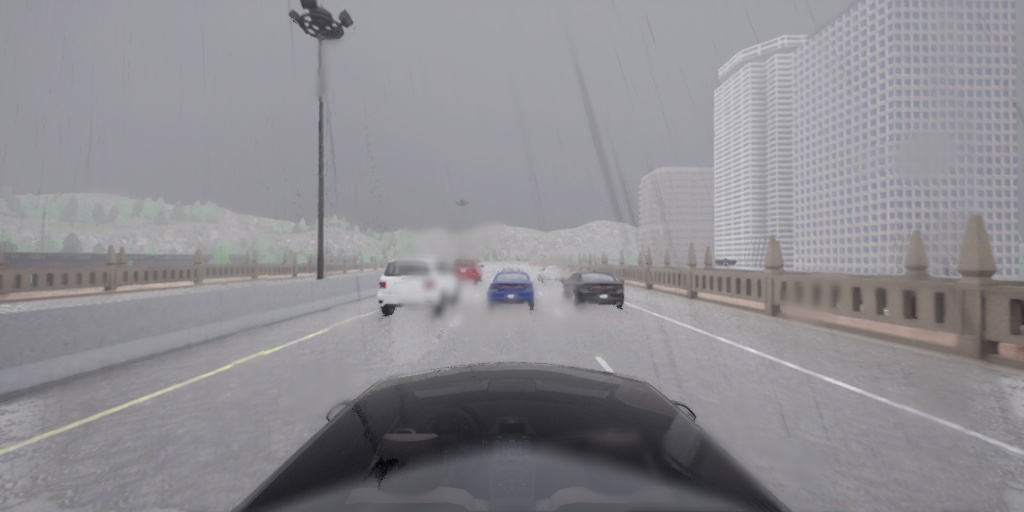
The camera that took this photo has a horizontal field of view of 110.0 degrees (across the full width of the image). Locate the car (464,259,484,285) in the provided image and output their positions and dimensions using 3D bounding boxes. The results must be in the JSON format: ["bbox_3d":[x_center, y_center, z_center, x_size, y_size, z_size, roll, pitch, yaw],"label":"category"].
[{"bbox_3d":[-3.589,1.295,29.490,2.150,2.045,5.566,0,0,-1],"label":"car"}]

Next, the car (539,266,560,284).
[{"bbox_3d":[3.393,1.612,30.890,1.812,1.442,4.674,0,0,-1],"label":"car"}]

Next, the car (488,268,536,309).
[{"bbox_3d":[0.013,1.393,16.047,1.882,1.535,5.008,0,0,0],"label":"car"}]

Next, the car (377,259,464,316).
[{"bbox_3d":[-3.500,1.121,14.370,2.150,2.045,5.566,0,0,0],"label":"car"}]

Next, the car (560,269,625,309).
[{"bbox_3d":[3.513,1.393,16.050,1.882,1.535,5.008,0,0,0],"label":"car"}]
